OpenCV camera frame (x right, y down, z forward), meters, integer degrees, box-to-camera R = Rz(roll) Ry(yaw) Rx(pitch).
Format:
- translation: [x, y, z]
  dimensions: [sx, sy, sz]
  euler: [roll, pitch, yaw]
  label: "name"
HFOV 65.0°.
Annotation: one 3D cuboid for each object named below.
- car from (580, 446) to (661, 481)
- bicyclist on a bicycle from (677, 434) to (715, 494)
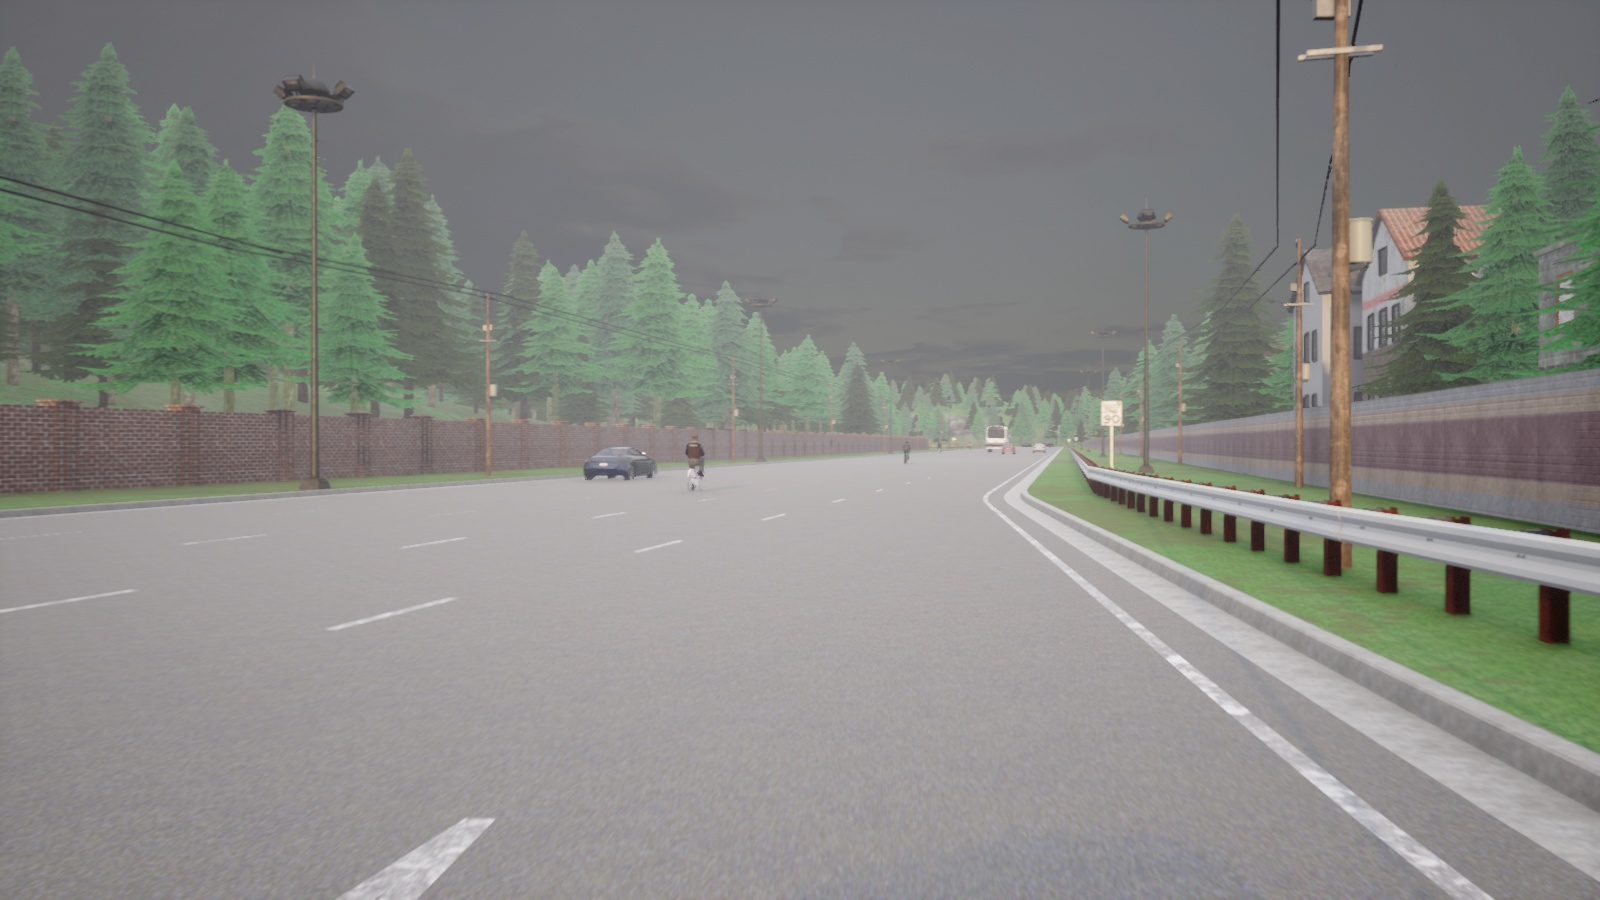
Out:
- translation: [-7.383, 0.517, 52.062]
  dimensions: [1.994, 1.385, 4.181]
  euler: [0, 0, 12]
  label: "car"
- translation: [-3.153, 0.404, 38.252]
  dimensions: [0.659, 1.776, 1.843]
  euler: [0, 0, 12]
  label: "bicyclist on a bicycle"
